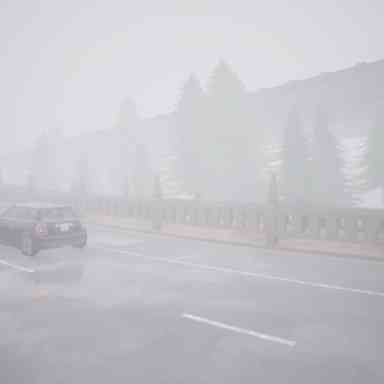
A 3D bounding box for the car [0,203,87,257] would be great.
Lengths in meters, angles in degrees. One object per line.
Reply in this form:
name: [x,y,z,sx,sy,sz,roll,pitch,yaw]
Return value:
car: [-6.041,1.191,12.577,4.553,1.767,2.097,3,2,36]
